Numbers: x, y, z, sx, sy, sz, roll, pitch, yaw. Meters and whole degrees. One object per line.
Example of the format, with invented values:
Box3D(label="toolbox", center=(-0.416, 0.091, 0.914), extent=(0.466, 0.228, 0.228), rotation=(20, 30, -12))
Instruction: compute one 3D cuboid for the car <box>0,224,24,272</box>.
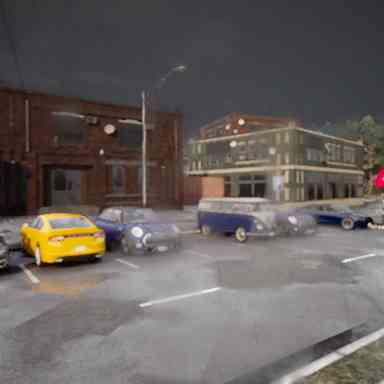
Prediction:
Box3D(label="car", center=(-6.821, 1.485, 10.100), extent=(2.231, 1.521, 4.892), rotation=(0, 0, -35))

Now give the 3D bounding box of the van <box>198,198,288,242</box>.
Box3D(label="van", center=(2.202, 1.270, 16.384), extent=(1.878, 1.987, 4.442), rotation=(0, 0, -35))

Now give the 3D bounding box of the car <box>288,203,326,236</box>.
Box3D(label="car", center=(4.484, 1.363, 18.193), extent=(2.185, 1.767, 4.553), rotation=(0, 0, -36))

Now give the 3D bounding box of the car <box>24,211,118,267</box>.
Box3D(label="car", center=(-4.652, 1.488, 11.632), extent=(2.097, 1.535, 5.008), rotation=(0, 0, -35))

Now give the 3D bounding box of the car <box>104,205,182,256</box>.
Box3D(label="car", center=(-2.309, 1.367, 13.348), extent=(2.185, 1.767, 4.553), rotation=(0, 0, -35))

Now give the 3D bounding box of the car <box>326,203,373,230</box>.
Box3D(label="car", center=(8.945, 1.495, 21.299), extent=(2.163, 1.488, 4.792), rotation=(0, 0, -35))
